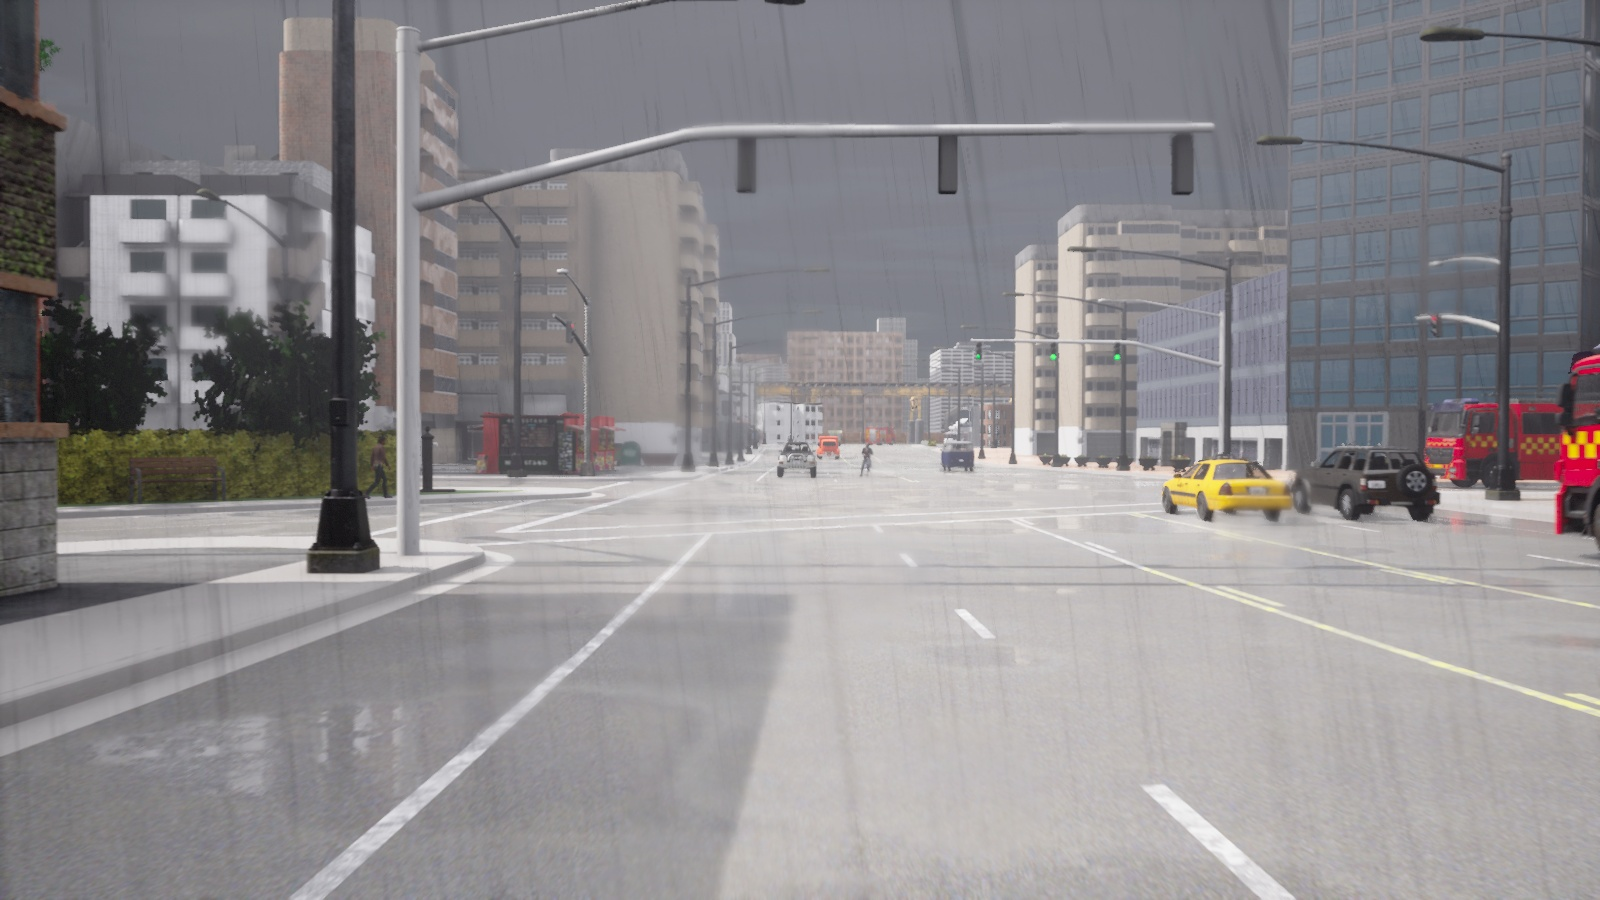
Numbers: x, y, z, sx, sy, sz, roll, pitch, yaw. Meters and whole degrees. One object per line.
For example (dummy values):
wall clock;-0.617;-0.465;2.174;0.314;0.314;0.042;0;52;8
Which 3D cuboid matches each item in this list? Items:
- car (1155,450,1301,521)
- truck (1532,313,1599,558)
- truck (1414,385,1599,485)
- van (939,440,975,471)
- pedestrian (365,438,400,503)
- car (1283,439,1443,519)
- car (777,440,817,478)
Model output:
car;10.420;0.799;31.052;1.801;1.575;5.366;0;0;0
truck;13.956;-0.238;17.196;2.891;3.827;8.468;0;0;0
truck;29.375;-0.598;49.994;8.468;3.827;2.891;0;1;0
van;10.303;0.346;82.492;1.775;1.987;4.442;0;0;0
pedestrian;-11.789;0.564;35.499;0.869;1.805;0.328;-1;1;-42
car;13.924;0.658;31.389;1.932;1.855;4.605;0;0;0
car;-0.149;0.440;63.208;1.932;1.855;4.605;0;0;0
